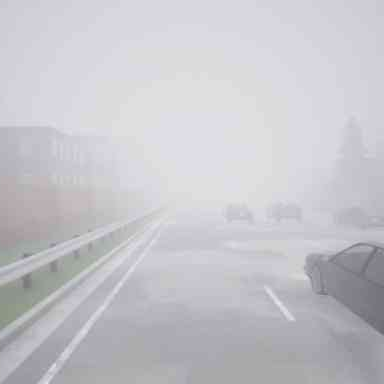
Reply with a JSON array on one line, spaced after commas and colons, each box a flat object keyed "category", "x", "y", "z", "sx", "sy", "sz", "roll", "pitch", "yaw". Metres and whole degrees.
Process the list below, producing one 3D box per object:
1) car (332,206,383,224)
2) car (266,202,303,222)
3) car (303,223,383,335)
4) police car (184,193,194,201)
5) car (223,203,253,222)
[{"category": "car", "x": 10.613, "y": 1.549, "z": 20.622, "sx": 2.033, "sy": 1.411, "sz": 5.357, "roll": 0, "pitch": 0, "yaw": 0}, {"category": "car", "x": 7.116, "y": 1.495, "z": 26.009, "sx": 2.128, "sy": 1.511, "sz": 4.902, "roll": 0, "pitch": 0, "yaw": 0}, {"category": "car", "x": 3.604, "y": 1.548, "z": 5.627, "sx": 2.033, "sy": 1.411, "sz": 5.357, "roll": 0, "pitch": 0, "yaw": 0}, {"category": "police car", "x": -0.999, "y": 1.438, "z": 88.733, "sx": 1.930, "sy": 1.638, "sz": 5.238, "roll": 0, "pitch": 0, "yaw": 0}, {"category": "car", "x": 3.616, "y": 1.567, "z": 26.657, "sx": 1.994, "sy": 1.385, "sz": 4.181, "roll": 0, "pitch": 0, "yaw": 0}]
